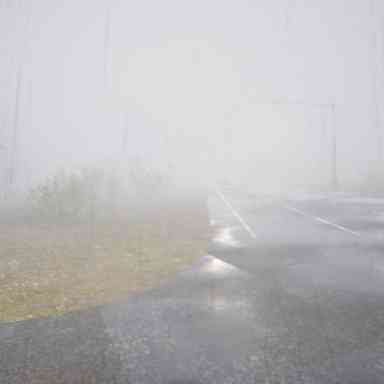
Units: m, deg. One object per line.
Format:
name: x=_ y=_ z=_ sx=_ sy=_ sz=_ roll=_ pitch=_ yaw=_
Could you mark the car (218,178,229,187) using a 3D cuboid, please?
car: x=5.617 y=-1.752 z=59.095 sx=1.882 sy=1.535 sz=5.008 roll=-2 pitch=3 yaw=5
